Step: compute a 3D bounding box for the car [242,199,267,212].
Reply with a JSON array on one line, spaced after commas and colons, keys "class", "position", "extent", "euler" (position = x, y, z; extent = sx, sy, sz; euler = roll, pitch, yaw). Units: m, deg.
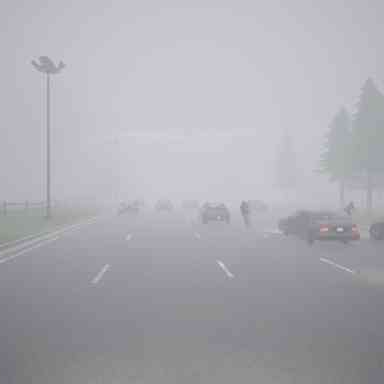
[{"class": "car", "position": [7.249, 1.547, 39.045], "extent": [2.033, 1.411, 5.357], "euler": [0, 0, -5]}]

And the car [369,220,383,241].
[{"class": "car", "position": [9.432, 1.526, 13.902], "extent": [1.812, 1.442, 4.674], "euler": [0, 0, -4]}]

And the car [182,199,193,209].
[{"class": "car", "position": [-0.279, 1.564, 44.679], "extent": [1.994, 1.385, 4.181], "euler": [0, 0, -5]}]

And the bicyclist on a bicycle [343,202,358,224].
[{"class": "bicyclist on a bicycle", "position": [10.457, 1.455, 21.937], "extent": [1.656, 1.620, 0.582], "euler": [2, -1, -28]}]

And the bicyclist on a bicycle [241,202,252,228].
[{"class": "bicyclist on a bicycle", "position": [3.221, 1.359, 19.596], "extent": [0.582, 1.620, 1.656], "euler": [-15, -11, 21]}]

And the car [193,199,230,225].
[{"class": "car", "position": [1.528, 1.492, 24.361], "extent": [2.128, 1.511, 4.902], "euler": [0, 0, -5]}]

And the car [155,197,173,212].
[{"class": "car", "position": [-3.203, 1.601, 38.048], "extent": [1.895, 1.301, 4.718], "euler": [0, 0, -5]}]

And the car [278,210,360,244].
[{"class": "car", "position": [5.757, 1.548, 15.804], "extent": [2.033, 1.411, 5.357], "euler": [0, 0, -4]}]

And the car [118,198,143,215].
[{"class": "car", "position": [-6.374, 1.600, 34.186], "extent": [1.895, 1.301, 4.718], "euler": [0, 0, -5]}]

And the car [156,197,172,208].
[{"class": "car", "position": [-4.099, 1.491, 48.103], "extent": [2.128, 1.511, 4.902], "euler": [0, 0, -6]}]

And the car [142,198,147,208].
[{"class": "car", "position": [-7.609, 1.526, 48.048], "extent": [1.812, 1.442, 4.674], "euler": [0, 0, -5]}]
